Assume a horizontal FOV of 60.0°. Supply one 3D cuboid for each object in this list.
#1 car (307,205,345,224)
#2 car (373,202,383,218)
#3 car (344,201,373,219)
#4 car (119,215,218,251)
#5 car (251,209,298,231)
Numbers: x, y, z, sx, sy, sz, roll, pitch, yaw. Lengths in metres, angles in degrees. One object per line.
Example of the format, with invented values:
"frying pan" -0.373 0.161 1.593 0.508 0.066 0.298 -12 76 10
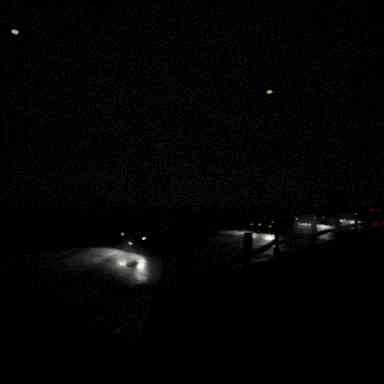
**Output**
"car" 12.921 2.227 32.501 1.837 1.490 4.892 3 1 41
"car" 22.873 2.267 39.773 2.150 2.045 5.566 3 1 40
"car" 19.806 2.131 40.630 2.150 2.045 5.566 3 1 43
"car" -0.886 1.843 16.101 2.033 1.411 5.357 3 1 40
"car" 6.165 2.023 24.489 1.837 1.490 4.892 3 1 40
